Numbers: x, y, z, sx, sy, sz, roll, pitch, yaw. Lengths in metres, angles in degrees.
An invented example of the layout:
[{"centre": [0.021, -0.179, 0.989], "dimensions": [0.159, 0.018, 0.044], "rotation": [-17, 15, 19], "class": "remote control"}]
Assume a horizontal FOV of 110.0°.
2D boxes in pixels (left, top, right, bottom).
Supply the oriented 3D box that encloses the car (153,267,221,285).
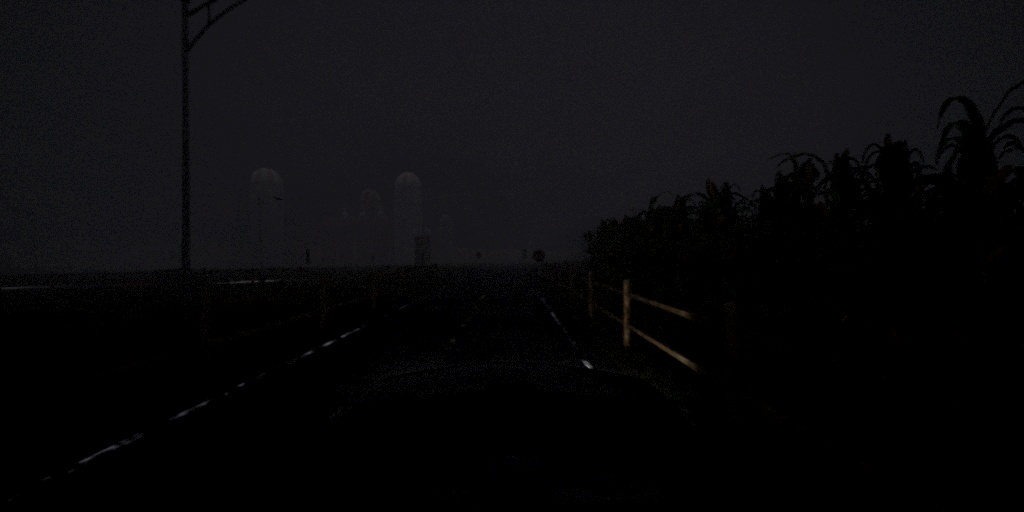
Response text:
[{"centre": [-29.541, 1.742, 32.669], "dimensions": [4.902, 1.511, 2.128], "rotation": [0, 1, -8], "class": "car"}]
